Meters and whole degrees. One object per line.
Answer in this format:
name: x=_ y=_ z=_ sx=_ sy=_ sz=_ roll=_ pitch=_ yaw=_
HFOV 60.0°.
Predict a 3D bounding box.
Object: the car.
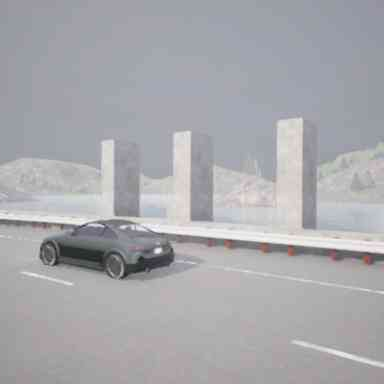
car: x=-2.567 y=1.490 z=9.771 sx=4.181 sy=1.385 sz=1.994 roll=1 pitch=0 yaw=33
